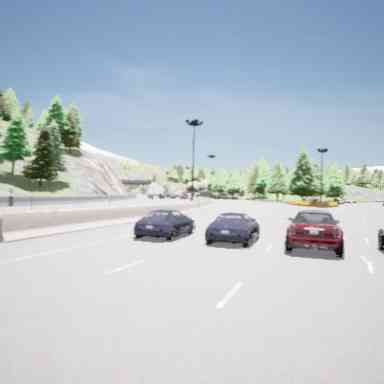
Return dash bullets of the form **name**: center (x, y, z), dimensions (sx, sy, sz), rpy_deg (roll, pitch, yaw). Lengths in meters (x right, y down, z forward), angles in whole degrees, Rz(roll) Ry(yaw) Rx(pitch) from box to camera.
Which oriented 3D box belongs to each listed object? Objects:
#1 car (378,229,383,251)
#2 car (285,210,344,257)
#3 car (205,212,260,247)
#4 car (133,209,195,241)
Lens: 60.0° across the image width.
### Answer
- **car**: center (8.374, 1.870, 12.544), dimensions (1.895, 1.301, 4.718), rpy_deg (2, 0, 20)
- **car**: center (5.196, 1.535, 14.274), dimensions (2.097, 1.767, 4.553), rpy_deg (2, 0, 19)
- **car**: center (2.029, 1.662, 15.836), dimensions (1.994, 1.385, 4.181), rpy_deg (2, 0, 19)
- **car**: center (-1.285, 1.571, 16.953), dimensions (1.994, 1.385, 4.181), rpy_deg (2, 0, 19)
